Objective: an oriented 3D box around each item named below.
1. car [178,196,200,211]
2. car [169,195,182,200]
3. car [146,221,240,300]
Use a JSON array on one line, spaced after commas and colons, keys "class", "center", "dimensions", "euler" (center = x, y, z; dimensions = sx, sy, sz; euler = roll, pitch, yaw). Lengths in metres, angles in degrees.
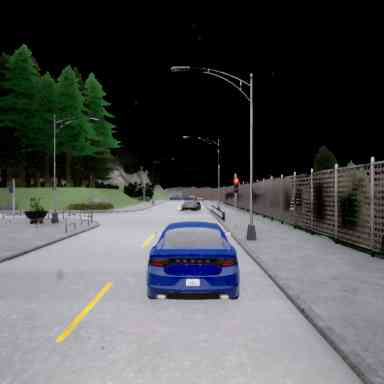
[{"class": "car", "center": [-0.115, 1.564, 39.909], "dimensions": [1.994, 1.385, 4.181], "euler": [0, 0, 6]}, {"class": "car", "center": [-3.810, 1.540, 87.951], "dimensions": [5.357, 1.411, 2.033], "euler": [0, 0, 40]}, {"class": "car", "center": [0.037, 1.478, 8.457], "dimensions": [1.882, 1.535, 5.008], "euler": [0, 0, 1]}]
